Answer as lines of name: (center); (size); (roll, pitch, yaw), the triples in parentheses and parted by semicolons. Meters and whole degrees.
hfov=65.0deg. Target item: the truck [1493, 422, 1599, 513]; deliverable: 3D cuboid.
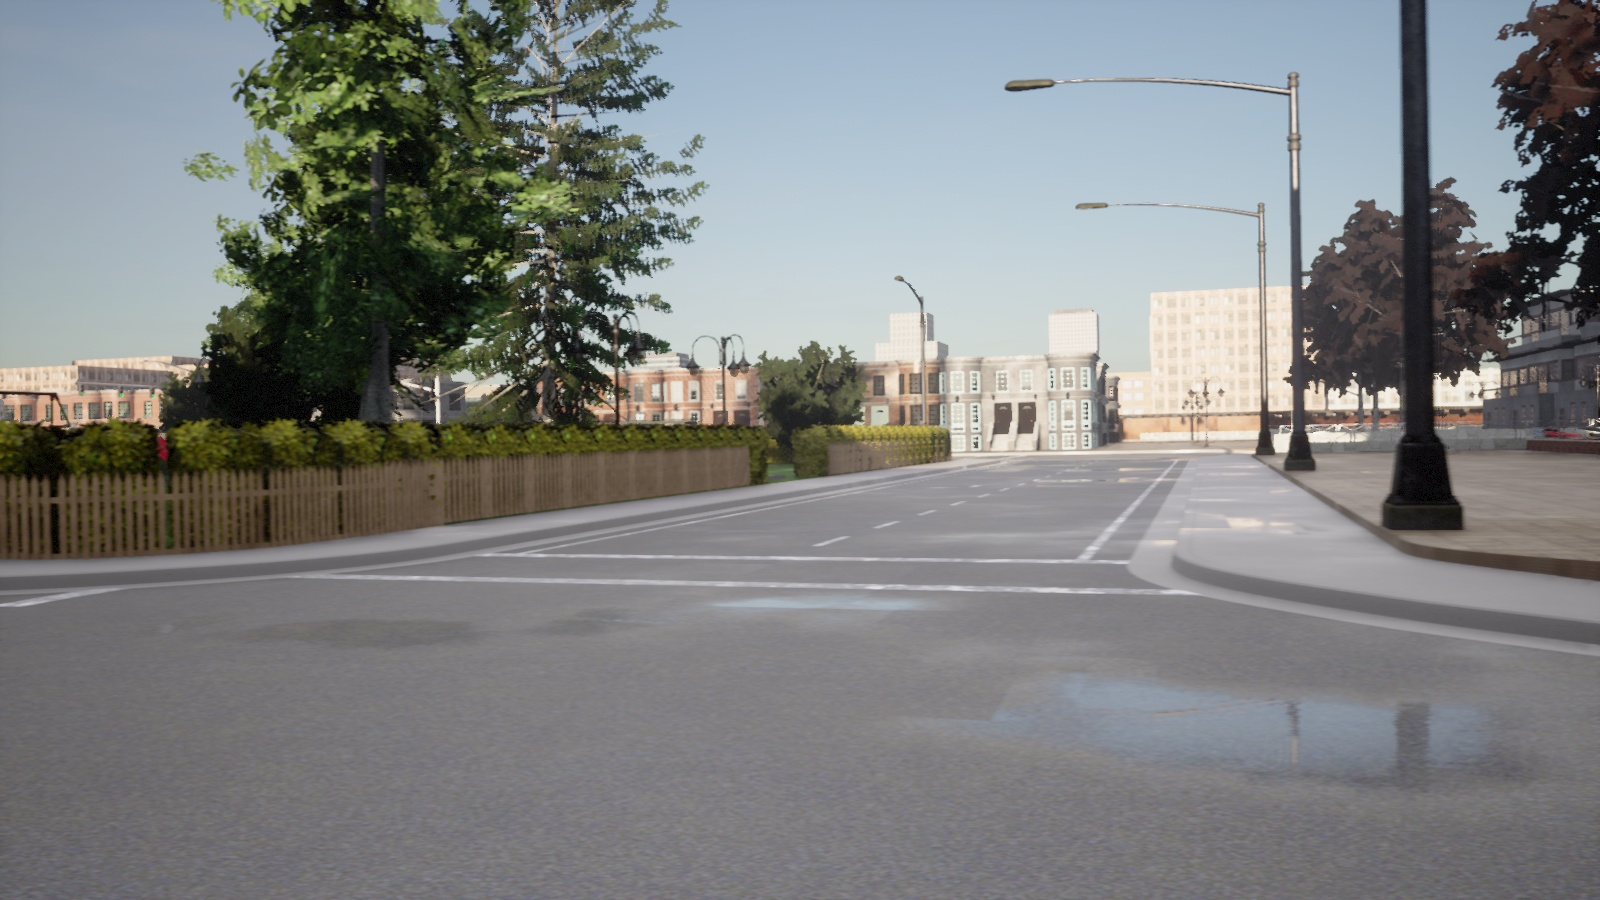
truck: (40.529, 1.232, 63.733); (8.468, 3.827, 2.891); (11, 4, 17)
